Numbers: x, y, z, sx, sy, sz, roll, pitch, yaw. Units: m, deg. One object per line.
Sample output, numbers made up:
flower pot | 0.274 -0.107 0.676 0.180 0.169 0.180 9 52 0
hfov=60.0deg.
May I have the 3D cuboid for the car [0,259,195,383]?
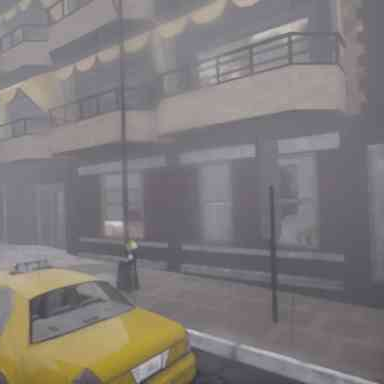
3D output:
car | -2.248 1.566 4.352 4.829 1.417 1.752 -1 -2 36
